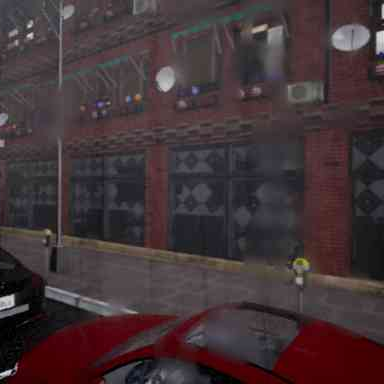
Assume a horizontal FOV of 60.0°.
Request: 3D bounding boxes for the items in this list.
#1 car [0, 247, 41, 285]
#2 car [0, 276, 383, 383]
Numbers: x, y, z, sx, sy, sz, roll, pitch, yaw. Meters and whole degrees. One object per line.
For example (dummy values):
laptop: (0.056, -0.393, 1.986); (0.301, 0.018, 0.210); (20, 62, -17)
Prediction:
car: (-4.285, 1.562, 5.768); (4.313, 1.339, 1.947); (0, 1, 36)
car: (0.232, 1.581, 2.545); (4.206, 1.307, 1.802); (0, 1, 36)
